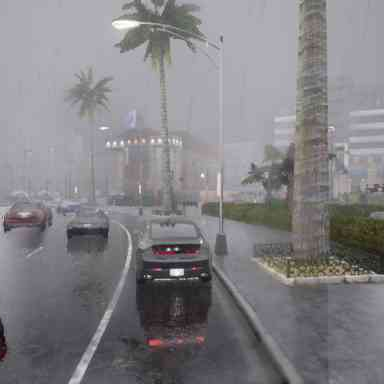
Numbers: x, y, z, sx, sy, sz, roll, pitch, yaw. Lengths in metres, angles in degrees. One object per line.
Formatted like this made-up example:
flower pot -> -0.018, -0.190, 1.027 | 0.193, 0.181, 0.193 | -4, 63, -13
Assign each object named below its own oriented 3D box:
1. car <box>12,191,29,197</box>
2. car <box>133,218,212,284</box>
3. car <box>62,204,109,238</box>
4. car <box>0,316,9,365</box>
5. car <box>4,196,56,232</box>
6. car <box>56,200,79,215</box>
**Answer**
car -> -37.893, 1.221, 71.704 | 4.553, 1.767, 2.185 | 0, 0, 21
car -> -0.632, 1.504, 9.664 | 1.837, 1.490, 4.892 | 0, 0, -7
car -> -5.480, 1.560, 17.772 | 1.994, 1.385, 4.181 | 0, 0, -14
car -> -3.242, 1.562, 2.437 | 1.994, 1.385, 4.181 | 0, 0, -1
car -> -9.821, 1.344, 20.274 | 2.097, 1.767, 4.553 | 0, 0, -17
car -> -11.834, 1.516, 32.104 | 1.812, 1.442, 4.674 | 0, 0, -32
